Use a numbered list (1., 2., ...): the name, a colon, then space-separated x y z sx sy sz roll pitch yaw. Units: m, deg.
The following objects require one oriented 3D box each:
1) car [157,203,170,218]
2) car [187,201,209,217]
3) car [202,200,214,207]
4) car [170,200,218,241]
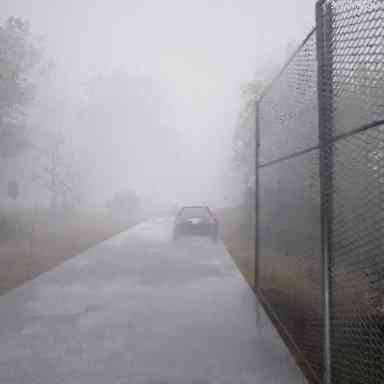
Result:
1. car: -2.311 1.797 33.618 2.033 1.411 5.357 0 -1 3
2. car: 0.757 1.771 35.218 2.128 1.511 4.902 0 -1 3
3. car: 3.611 2.622 75.589 1.882 1.535 5.008 0 -2 12
4. car: 0.171 1.422 17.349 2.097 1.767 4.553 0 0 0
